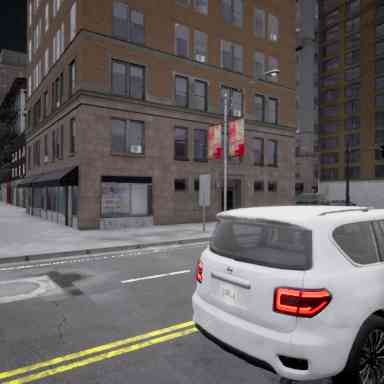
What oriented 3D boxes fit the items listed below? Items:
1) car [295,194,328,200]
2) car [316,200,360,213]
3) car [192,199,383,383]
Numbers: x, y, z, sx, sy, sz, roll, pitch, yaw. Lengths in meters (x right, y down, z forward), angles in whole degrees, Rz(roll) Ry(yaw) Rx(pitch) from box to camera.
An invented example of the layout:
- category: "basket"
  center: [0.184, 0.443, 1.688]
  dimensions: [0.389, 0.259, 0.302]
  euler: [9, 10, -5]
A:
- category: "car"
  center: [13.356, 1.237, 39.024]
  dimensions: [2.150, 2.045, 5.566]
  euler: [0, 0, -32]
- category: "car"
  center: [16.945, 1.596, 38.714]
  dimensions: [1.947, 1.339, 4.313]
  euler: [0, 0, -35]
- category: "car"
  center: [2.618, 1.222, 5.294]
  dimensions: [5.566, 2.045, 2.150]
  euler: [0, 0, -35]
